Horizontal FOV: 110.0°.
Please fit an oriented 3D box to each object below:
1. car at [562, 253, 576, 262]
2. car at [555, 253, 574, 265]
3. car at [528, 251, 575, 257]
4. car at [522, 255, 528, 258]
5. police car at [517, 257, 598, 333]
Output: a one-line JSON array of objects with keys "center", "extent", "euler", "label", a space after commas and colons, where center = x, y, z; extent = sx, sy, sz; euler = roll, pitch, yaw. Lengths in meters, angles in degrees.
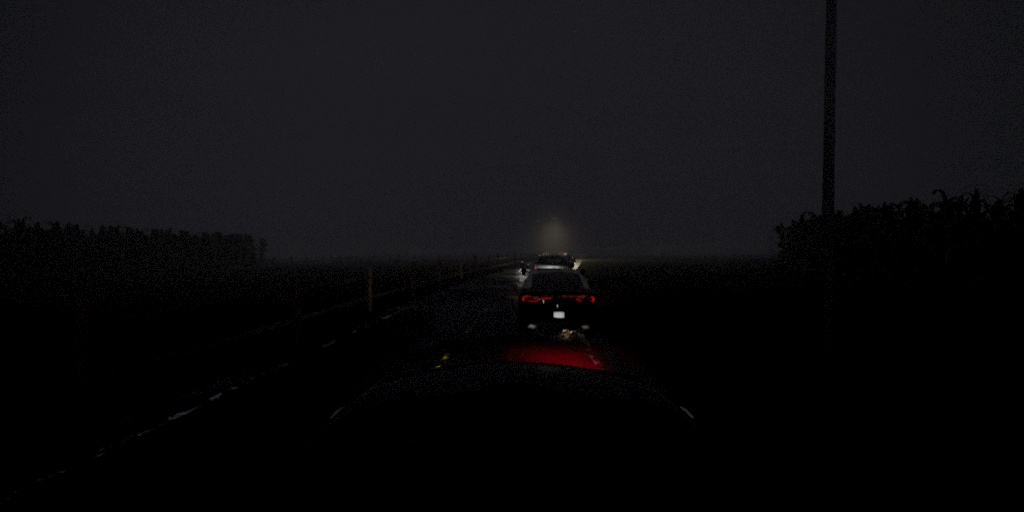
[{"center": [8.858, 0.231, 55.692], "extent": [1.895, 1.301, 4.718], "euler": [0, 1, 12], "label": "car"}, {"center": [6.719, 0.402, 45.845], "extent": [1.994, 1.385, 4.181], "euler": [0, 1, 13], "label": "car"}, {"center": [2.257, 0.732, 19.903], "extent": [2.097, 1.767, 4.553], "euler": [0, 1, 8], "label": "car"}, {"center": [2.138, 0.527, 38.258], "extent": [1.812, 1.442, 4.674], "euler": [0, 1, 12], "label": "car"}, {"center": [1.197, 1.004, 10.257], "extent": [1.930, 1.638, 5.238], "euler": [0, 1, 4], "label": "police car"}]
